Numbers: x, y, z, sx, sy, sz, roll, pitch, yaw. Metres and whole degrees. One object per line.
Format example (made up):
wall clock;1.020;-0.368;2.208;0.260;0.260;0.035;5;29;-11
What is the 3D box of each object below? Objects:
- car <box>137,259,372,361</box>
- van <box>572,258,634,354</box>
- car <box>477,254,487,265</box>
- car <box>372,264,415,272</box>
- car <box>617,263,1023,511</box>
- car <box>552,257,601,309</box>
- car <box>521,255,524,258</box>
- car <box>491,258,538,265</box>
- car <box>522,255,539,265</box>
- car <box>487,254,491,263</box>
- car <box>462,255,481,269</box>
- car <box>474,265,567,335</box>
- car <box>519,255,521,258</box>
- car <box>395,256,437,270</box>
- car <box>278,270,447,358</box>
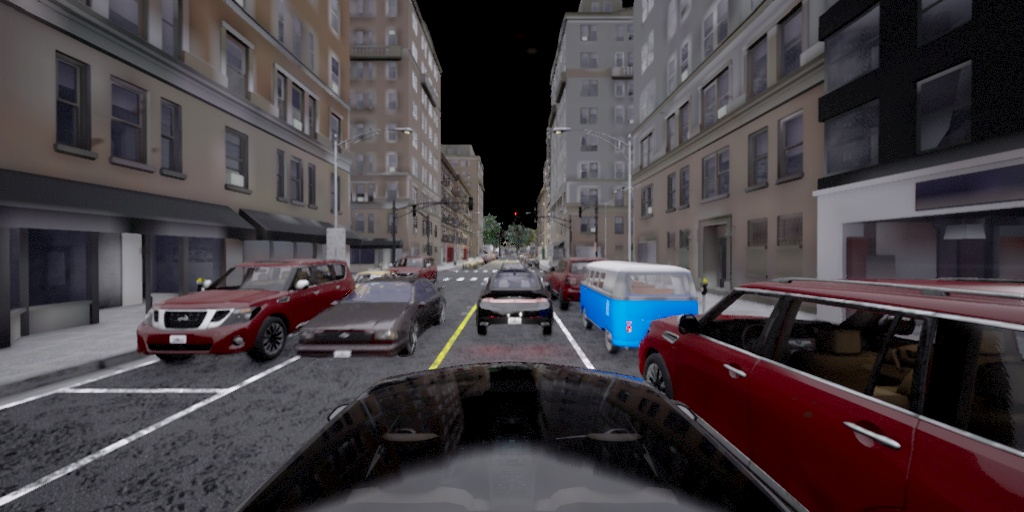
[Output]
car;-5.397;1.007;8.313;2.192;1.841;5.009;0;0;0
van;2.639;1.033;8.309;1.690;1.789;3.998;0;0;0
car;-5.396;0.783;57.469;1.751;1.417;4.829;0;0;0
car;-5.397;1.167;13.820;1.751;1.417;4.829;0;0;0
car;2.637;1.057;2.630;2.192;1.841;5.009;0;0;0
car;2.641;0.957;13.987;2.192;1.841;5.009;0;0;0
car;2.652;0.851;52.155;1.888;1.381;4.507;0;0;0
car;0.074;1.079;20.226;2.128;1.511;4.902;0;1;-1
car;2.651;0.904;46.673;2.007;1.370;4.403;0;0;0
car;-5.392;0.525;63.121;2.192;1.841;5.009;0;0;0
car;-5.403;0.879;46.506;1.751;1.417;4.829;0;0;0
car;0.075;1.167;10.174;2.128;1.511;4.902;0;0;0
car;2.654;0.808;57.636;2.007;1.370;4.403;0;0;0
car;-5.396;0.907;19.669;2.192;1.841;5.009;0;0;0
car;-2.844;1.236;8.675;2.033;1.411;5.357;0;1;0
